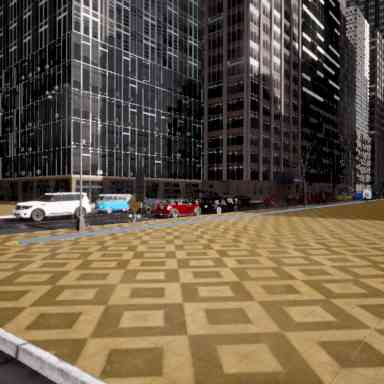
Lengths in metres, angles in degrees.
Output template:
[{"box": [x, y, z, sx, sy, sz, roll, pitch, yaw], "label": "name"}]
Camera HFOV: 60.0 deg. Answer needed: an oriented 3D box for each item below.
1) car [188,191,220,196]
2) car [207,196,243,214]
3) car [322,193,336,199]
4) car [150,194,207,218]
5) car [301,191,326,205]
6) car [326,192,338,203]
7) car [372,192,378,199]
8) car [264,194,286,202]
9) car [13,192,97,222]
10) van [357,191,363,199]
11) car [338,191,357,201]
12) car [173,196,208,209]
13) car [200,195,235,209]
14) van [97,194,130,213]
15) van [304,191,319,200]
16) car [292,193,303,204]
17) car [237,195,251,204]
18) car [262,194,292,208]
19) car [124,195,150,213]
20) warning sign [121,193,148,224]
[{"box": [1.647, 0.952, 34.378, 2.150, 2.045, 5.566, 0, 1, 40], "label": "car"}, {"box": [2.602, 1.320, 31.398, 1.947, 1.339, 4.313, 1, 1, 40], "label": "car"}, {"box": [33.123, 0.829, 80.165, 1.947, 1.339, 4.313, 1, 1, 40], "label": "car"}, {"box": [-1.047, 1.240, 27.033, 1.967, 1.590, 4.097, 1, 1, 40], "label": "car"}, {"box": [17.325, 0.885, 48.744, 2.192, 1.841, 5.009, 1, 1, 40], "label": "car"}, {"box": [21.019, 0.839, 53.070, 2.192, 1.841, 5.009, 1, 1, 40], "label": "car"}, {"box": [39.484, 0.847, 74.709, 2.008, 1.369, 4.403, 1, 1, 40], "label": "car"}, {"box": [14.656, 1.056, 58.530, 1.947, 1.339, 4.313, 1, 1, 40], "label": "car"}, {"box": [-10.399, 1.059, 25.193, 2.150, 2.045, 5.566, 0, 1, 40], "label": "car"}, {"box": [35.792, 0.683, 70.379, 1.690, 1.788, 3.998, 1, 1, 40], "label": "van"}, {"box": [28.515, 0.957, 61.856, 1.752, 1.417, 4.829, 1, 1, 40], "label": "car"}, {"box": [-0.123, 1.219, 41.229, 1.887, 1.381, 4.507, 1, 1, 40], "label": "car"}, {"box": [3.230, 1.193, 41.146, 1.812, 1.442, 4.674, 0, 1, 41], "label": "car"}, {"box": [-7.594, 1.107, 32.645, 1.690, 1.788, 3.998, 1, 1, 40], "label": "van"}, {"box": [25.737, 0.694, 71.507, 1.690, 1.788, 3.998, 1, 1, 40], "label": "van"}, {"box": [13.708, 1.128, 48.545, 2.033, 1.411, 5.357, 0, 1, 41], "label": "car"}, {"box": [7.268, 1.148, 49.876, 1.947, 1.339, 4.313, 1, 1, 40], "label": "car"}, {"box": [9.938, 1.244, 40.094, 1.802, 1.307, 4.206, 1, 1, 40], "label": "car"}, {"box": [-3.686, 1.301, 33.064, 2.033, 1.411, 5.357, 0, 1, 40], "label": "car"}, {"box": [-3.545, 0.977, 20.655, 1.300, 1.860, 1.060, 0, 0, 40], "label": "warning sign"}]
